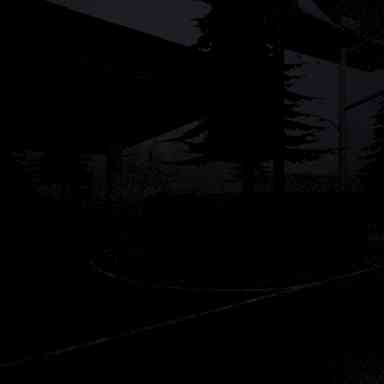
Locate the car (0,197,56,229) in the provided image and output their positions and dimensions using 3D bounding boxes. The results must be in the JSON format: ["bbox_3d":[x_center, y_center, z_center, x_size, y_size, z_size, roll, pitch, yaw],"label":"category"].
[{"bbox_3d":[-11.854,1.313,23.546,3.866,1.878,1.905,0,0,-36],"label":"car"}]
